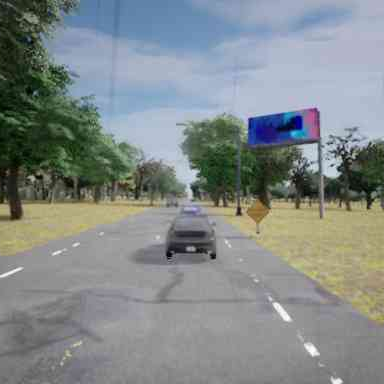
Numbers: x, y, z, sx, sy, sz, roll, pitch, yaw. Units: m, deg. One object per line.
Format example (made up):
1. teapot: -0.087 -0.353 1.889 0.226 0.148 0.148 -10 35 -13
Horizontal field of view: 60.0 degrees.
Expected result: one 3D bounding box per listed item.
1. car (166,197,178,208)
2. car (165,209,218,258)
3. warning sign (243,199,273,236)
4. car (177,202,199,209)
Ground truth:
1. car: -3.849 2.103 65.360 2.150 2.045 5.566 0 -1 0
2. car: -0.025 1.664 13.523 1.837 1.490 4.892 0 0 0
3. warning sign: 3.468 1.327 17.602 1.300 1.860 1.060 -1 -2 0
4. car: -0.107 1.874 28.928 1.812 1.442 4.674 0 -1 0
